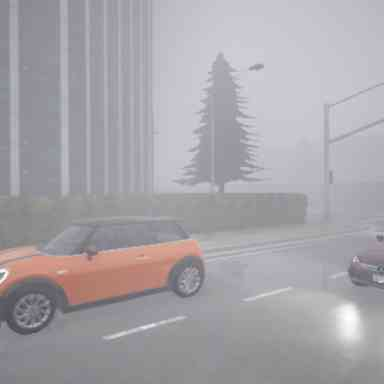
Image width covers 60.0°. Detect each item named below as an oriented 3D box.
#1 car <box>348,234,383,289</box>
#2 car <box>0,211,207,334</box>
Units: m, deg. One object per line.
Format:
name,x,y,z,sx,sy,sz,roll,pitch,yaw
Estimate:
car,5.696,1.463,7.987,4.674,1.442,1.812,-1,0,-35
car,-1.959,1.336,6.869,4.553,1.767,2.097,-1,0,-35
